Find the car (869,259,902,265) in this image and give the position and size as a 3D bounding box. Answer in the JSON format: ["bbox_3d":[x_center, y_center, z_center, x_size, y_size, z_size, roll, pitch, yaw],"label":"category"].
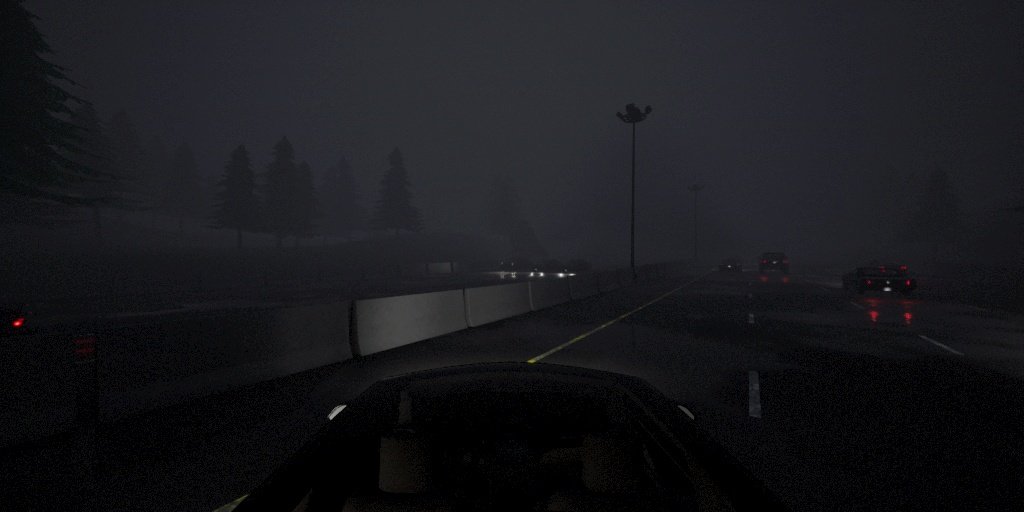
[{"bbox_3d":[29.458,0.980,28.425,1.812,1.442,4.674,0,1,33],"label":"car"}]

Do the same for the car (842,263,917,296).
[{"bbox_3d":[18.778,1.241,18.602,1.895,1.301,4.718,0,1,33],"label":"car"}]

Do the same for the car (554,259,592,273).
[{"bbox_3d":[7.006,1.039,39.067,2.033,1.411,5.357,0,1,33],"label":"car"}]

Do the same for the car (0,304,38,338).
[{"bbox_3d":[-11.305,1.284,5.167,2.033,1.411,5.357,0,0,33],"label":"car"}]

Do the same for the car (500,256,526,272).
[{"bbox_3d":[0.550,0.854,42.013,2.097,1.767,4.553,0,1,34],"label":"car"}]

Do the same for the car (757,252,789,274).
[{"bbox_3d":[24.971,0.628,34.331,2.150,2.045,5.566,0,1,33],"label":"car"}]

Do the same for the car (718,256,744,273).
[{"bbox_3d":[22.423,0.956,36.827,1.994,1.385,4.181,0,1,34],"label":"car"}]

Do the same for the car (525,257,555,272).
[{"bbox_3d":[4.031,1.038,40.915,2.033,1.411,5.357,0,1,33],"label":"car"}]
